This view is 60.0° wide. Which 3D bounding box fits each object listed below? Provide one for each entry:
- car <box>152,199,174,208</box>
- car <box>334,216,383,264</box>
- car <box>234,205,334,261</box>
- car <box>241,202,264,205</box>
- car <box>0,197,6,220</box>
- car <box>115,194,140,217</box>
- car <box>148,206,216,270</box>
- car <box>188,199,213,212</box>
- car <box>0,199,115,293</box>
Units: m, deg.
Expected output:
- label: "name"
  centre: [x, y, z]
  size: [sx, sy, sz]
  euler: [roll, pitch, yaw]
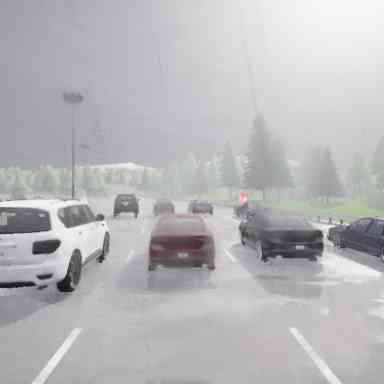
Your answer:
- label: "car"
  centre: [-2.772, 1.479, 32.154]
  size: [1.837, 1.490, 4.892]
  euler: [0, 0, -9]
- label: "car"
  centre: [6.636, 1.537, 11.334]
  size: [2.033, 1.411, 5.357]
  euler: [0, 0, -4]
- label: "car"
  centre: [3.045, 1.467, 12.297]
  size: [1.882, 1.535, 5.008]
  euler: [0, 0, -3]
- label: "car"
  centre: [4.998, 1.524, 27.778]
  size: [2.033, 1.411, 5.357]
  euler: [0, 0, -8]
- label: "car"
  centre: [-15.996, 1.334, 24.897]
  size: [2.097, 1.767, 4.553]
  euler: [0, 0, -8]
- label: "car"
  centre: [-6.115, 1.196, 31.105]
  size: [2.150, 2.045, 5.566]
  euler: [0, 0, -9]
- label: "car"
  centre: [-0.382, 1.469, 11.035]
  size: [1.882, 1.535, 5.008]
  euler: [0, 0, -3]
- label: "car"
  centre: [0.754, 1.465, 32.270]
  size: [2.128, 1.511, 4.902]
  euler: [0, 0, -9]
- label: "car"
  centre: [-3.747, 1.217, 8.910]
  size: [2.150, 2.045, 5.566]
  euler: [0, 0, -3]
